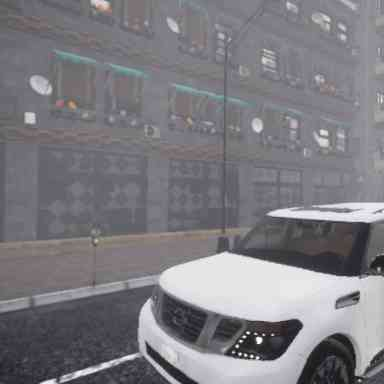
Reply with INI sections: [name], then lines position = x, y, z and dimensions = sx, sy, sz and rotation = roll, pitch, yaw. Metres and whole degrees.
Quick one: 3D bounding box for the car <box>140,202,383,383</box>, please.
[car]
position = 2.035, 1.215, 4.830
dimensions = 5.566, 2.045, 2.150
rotation = 0, 0, -36
